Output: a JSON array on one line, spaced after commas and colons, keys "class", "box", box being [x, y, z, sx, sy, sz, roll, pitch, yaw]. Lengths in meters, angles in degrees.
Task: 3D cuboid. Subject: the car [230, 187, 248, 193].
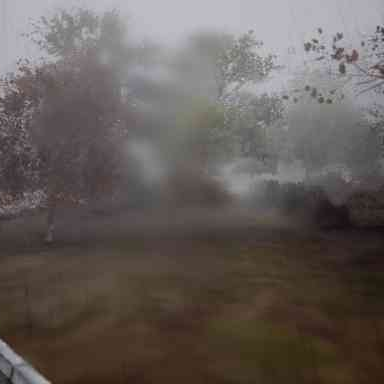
[{"class": "car", "box": [11.551, -0.482, 89.462, 5.366, 1.575, 1.946, -4, 1, -25]}]

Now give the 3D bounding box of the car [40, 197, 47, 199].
[{"class": "car", "box": [-32.335, 1.513, 73.182, 4.674, 1.442, 1.812, 0, 0, 20]}]

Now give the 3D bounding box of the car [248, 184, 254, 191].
[{"class": "car", "box": [16.810, -1.068, 91.870, 5.566, 2.045, 2.435, -4, 1, -25]}]

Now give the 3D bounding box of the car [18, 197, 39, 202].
[{"class": "car", "box": [-35.326, 1.563, 70.710, 4.181, 1.385, 1.994, 0, 0, 9]}]
